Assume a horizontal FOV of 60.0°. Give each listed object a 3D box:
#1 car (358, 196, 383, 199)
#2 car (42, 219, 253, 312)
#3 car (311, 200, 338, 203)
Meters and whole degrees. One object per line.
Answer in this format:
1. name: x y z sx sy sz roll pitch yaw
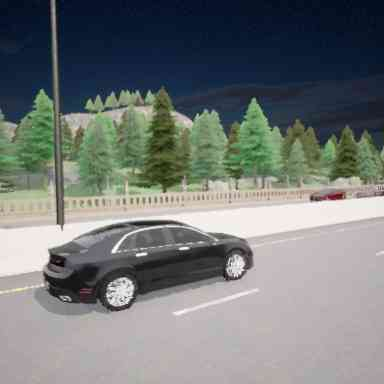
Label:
1. car: 18.682 0.353 34.843 4.674 1.442 1.812 -2 1 -36
2. car: -0.715 1.380 7.537 4.892 1.490 1.837 -2 1 -36
3. car: 14.901 0.375 36.423 5.008 1.535 1.882 -2 1 -36
